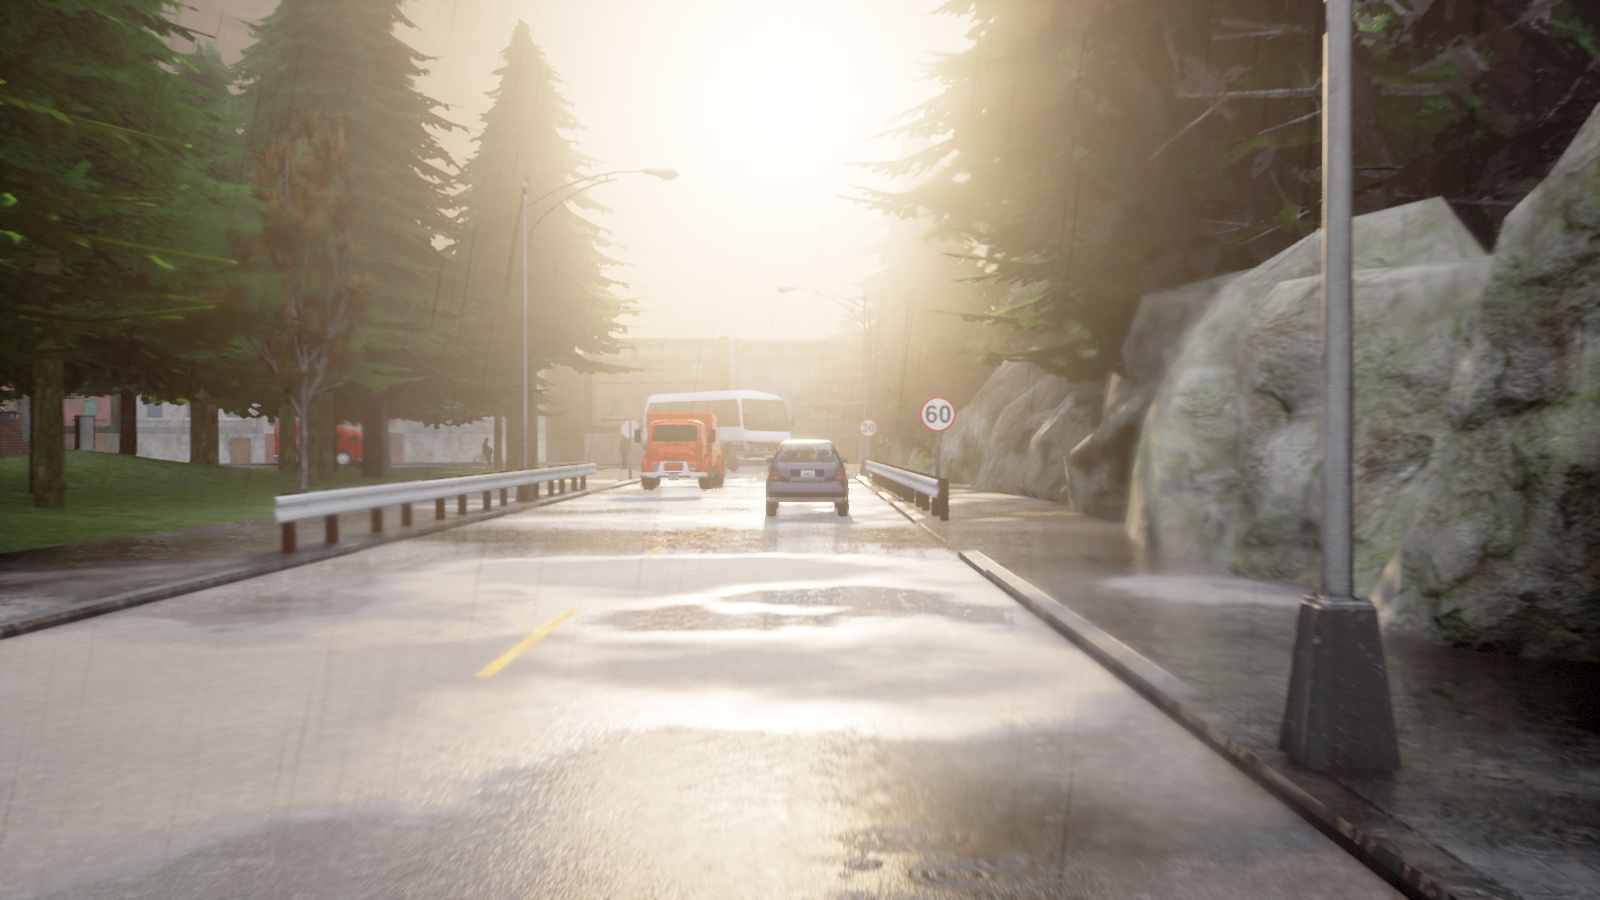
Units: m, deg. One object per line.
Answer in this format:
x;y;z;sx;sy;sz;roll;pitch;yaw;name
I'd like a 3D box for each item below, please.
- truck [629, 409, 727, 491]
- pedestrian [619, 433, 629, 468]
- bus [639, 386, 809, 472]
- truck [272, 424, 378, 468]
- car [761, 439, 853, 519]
-3.839;0.000;40.423;2.627;2.467;5.204;0;0;0;truck
-9.018;0.032;64.321;0.328;1.805;0.869;0;0;-20;pedestrian
-4.317;-1.073;68.006;3.944;4.253;10.273;1;0;-38;bus
-27.663;-0.237;73.279;5.204;2.467;2.627;0;0;0;truck
0.140;0.556;26.329;1.789;1.549;3.705;0;1;0;car
